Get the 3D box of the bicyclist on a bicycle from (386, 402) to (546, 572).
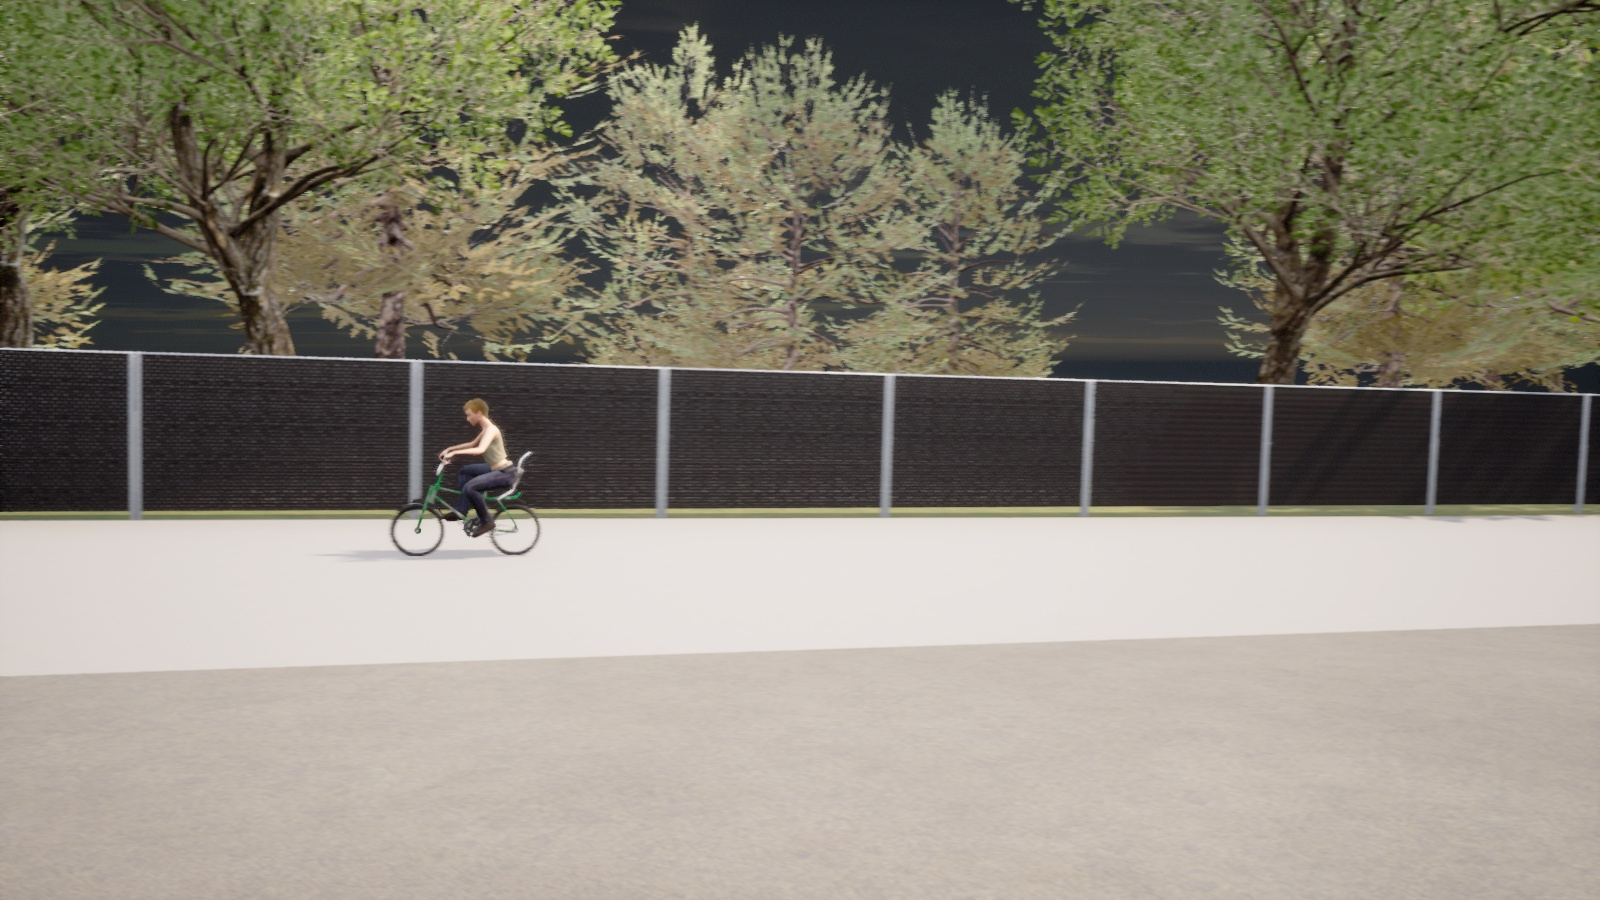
[{"bbox_3d":[-3.378,0.341,12.707,1.509,1.612,0.866,0,4,-17],"label":"bicyclist on a bicycle"}]
